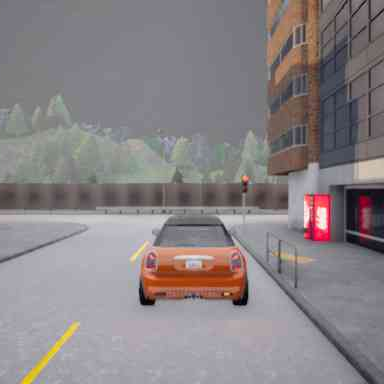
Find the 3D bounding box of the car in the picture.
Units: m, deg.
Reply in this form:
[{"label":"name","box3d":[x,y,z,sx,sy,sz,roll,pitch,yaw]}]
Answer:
[{"label":"car","box3d":[0.045,1.342,8.197,2.097,1.767,4.553,0,0,0]}]
